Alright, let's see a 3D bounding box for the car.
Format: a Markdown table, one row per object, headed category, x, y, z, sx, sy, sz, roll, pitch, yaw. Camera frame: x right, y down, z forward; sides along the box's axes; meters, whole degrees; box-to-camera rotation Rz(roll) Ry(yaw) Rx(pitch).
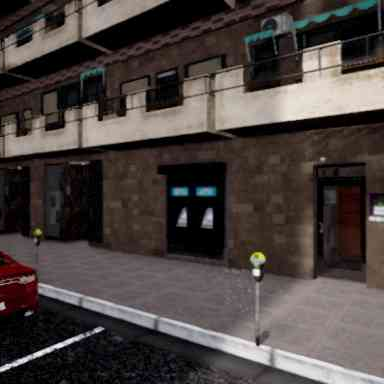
| category | x | y | z | sx | sy | sz | roll | pitch | yaw |
| --- | --- | --- | --- | --- | --- | --- | --- | --- | --- |
| car | -4.688 | 1.591 | 6.223 | 4.507 | 1.381 | 1.887 | 0 | 0 | 36 |
